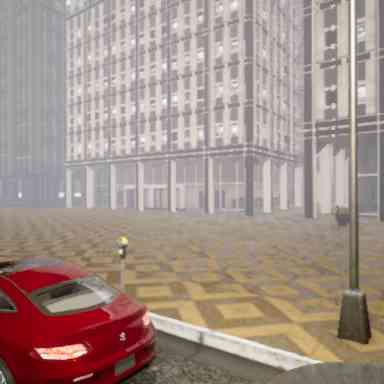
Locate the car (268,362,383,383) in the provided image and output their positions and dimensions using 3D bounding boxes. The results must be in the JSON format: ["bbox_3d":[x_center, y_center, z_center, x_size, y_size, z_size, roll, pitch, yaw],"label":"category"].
[{"bbox_3d":[2.224,1.550,1.288,4.403,1.369,2.008,0,0,35],"label":"car"}]

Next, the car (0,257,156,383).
[{"bbox_3d":[-2.363,1.585,4.558,4.206,1.307,1.802,0,0,35],"label":"car"}]
